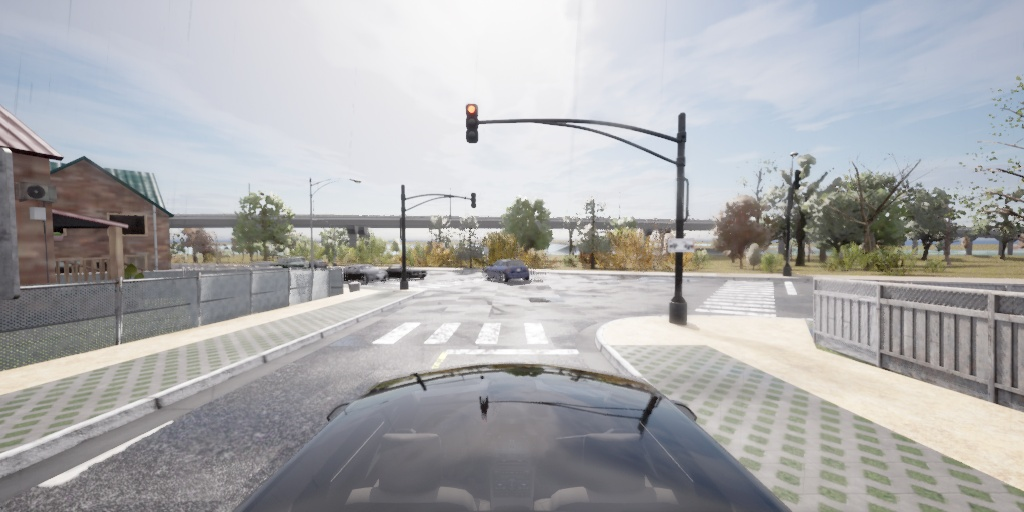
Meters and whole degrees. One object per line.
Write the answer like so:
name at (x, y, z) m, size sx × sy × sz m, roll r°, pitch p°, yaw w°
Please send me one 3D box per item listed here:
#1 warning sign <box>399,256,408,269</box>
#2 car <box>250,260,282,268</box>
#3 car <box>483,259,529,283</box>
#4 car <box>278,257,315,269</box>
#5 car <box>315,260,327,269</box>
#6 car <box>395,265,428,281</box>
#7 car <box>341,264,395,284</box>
warning sign at (-14.238, 0.716, 46.795) m, size 1.060 × 1.860 × 1.300 m, roll 0°, pitch 0°, yaw 36°
car at (-29.480, 1.607, 42.181) m, size 4.892 × 1.490 × 1.837 m, roll 0°, pitch 2°, yaw 36°
car at (-0.586, 1.045, 28.323) m, size 2.097 × 1.767 × 4.553 m, roll -3°, pitch 2°, yaw -29°
car at (-27.393, 1.211, 44.663) m, size 5.566 × 2.045 × 2.150 m, roll 0°, pitch 2°, yaw 36°
car at (-30.158, 1.314, 54.831) m, size 4.902 × 1.511 × 2.128 m, roll -1°, pitch 2°, yaw 36°
car at (-9.614, 1.443, 31.733) m, size 4.718 × 1.301 × 1.895 m, roll 0°, pitch 2°, yaw 36°
car at (-12.282, 1.452, 29.654) m, size 4.902 × 1.511 × 2.128 m, roll 0°, pitch 2°, yaw 36°
